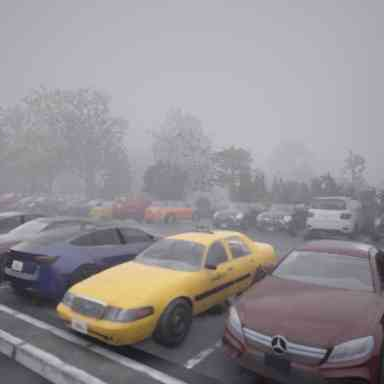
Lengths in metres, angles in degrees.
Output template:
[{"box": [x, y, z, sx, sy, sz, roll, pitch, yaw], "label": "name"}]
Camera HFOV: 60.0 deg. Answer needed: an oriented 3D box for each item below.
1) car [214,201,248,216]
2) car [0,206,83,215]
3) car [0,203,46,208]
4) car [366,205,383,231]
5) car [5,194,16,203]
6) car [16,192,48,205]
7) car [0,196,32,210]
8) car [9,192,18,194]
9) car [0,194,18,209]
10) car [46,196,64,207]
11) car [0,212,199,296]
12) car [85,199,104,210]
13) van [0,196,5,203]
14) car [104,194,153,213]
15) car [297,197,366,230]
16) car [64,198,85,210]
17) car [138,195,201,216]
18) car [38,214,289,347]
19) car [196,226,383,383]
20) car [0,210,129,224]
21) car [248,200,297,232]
[{"box": [3.150, 1.345, 20.886, 2.185, 1.767, 4.553, 1, 0, 36], "label": "car"}, {"box": [-6.677, 1.482, 11.767, 2.163, 1.488, 4.792, 1, 0, 36], "label": "car"}, {"box": [-8.924, 1.434, 13.410, 2.231, 1.521, 4.892, 1, 0, 36], "label": "car"}, {"box": [10.000, 1.405, 15.886, 2.185, 1.767, 4.553, 0, 0, 36], "label": "car"}, {"box": [-17.116, 1.292, 35.421, 2.231, 1.521, 4.892, 1, 0, 36], "label": "car"}, {"box": [-14.839, 1.186, 33.815, 2.185, 1.767, 4.553, 1, 0, 36], "label": "car"}, {"box": [-21.640, 1.246, 38.671, 2.097, 1.535, 5.008, 1, 0, 36], "label": "car"}, {"box": [-19.395, 1.017, 37.017, 2.435, 2.045, 5.566, 1, 0, 36], "label": "car"}, {"box": [-23.922, 1.098, 40.266, 2.185, 1.767, 4.553, 1, 0, 36], "label": "car"}, {"box": [-10.354, 1.382, 30.517, 2.163, 1.488, 4.792, 1, 0, 36], "label": "car"}, {"box": [-2.123, 1.522, 8.566, 2.163, 1.488, 4.792, 1, 0, 36], "label": "car"}, {"box": [-5.806, 1.389, 27.513, 1.946, 1.575, 5.366, 1, 0, 36], "label": "car"}, {"box": [-11.348, 1.186, 15.017, 1.878, 1.987, 4.442, 0, 0, 36], "label": "van"}, {"box": [-3.635, 1.160, 25.759, 2.435, 2.045, 5.566, 1, 0, 36], "label": "car"}, {"box": [7.774, 1.260, 17.560, 2.435, 2.045, 5.566, 1, 0, 36], "label": "car"}, {"box": [-8.070, 1.373, 28.919, 2.097, 1.535, 5.008, 1, 0, 36], "label": "car"}, {"box": [-1.308, 1.307, 24.013, 2.185, 1.767, 4.553, 0, 0, 36], "label": "car"}, {"box": [0.011, 1.509, 6.767, 1.946, 1.575, 5.366, 1, 0, 36], "label": "car"}, {"box": [2.273, 1.571, 5.389, 2.002, 1.452, 4.674, 0, 0, 36], "label": "car"}, {"box": [-4.399, 1.512, 10.169, 2.002, 1.452, 4.674, 0, 0, 36], "label": "car"}, {"box": [5.412, 1.365, 19.261, 2.185, 1.767, 4.553, 1, 0, 36], "label": "car"}]
